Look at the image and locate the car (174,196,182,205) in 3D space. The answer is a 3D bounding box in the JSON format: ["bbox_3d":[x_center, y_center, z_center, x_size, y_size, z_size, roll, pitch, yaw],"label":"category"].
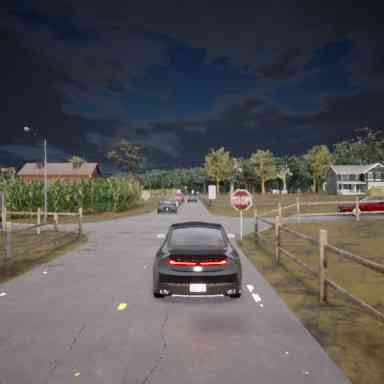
[{"bbox_3d":[-2.804,1.572,45.078,1.895,1.301,4.718,0,0,0],"label":"car"}]

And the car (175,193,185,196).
[{"bbox_3d":[-2.688,1.167,69.304,2.150,2.045,5.566,0,0,0],"label":"car"}]

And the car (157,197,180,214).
[{"bbox_3d":[-2.576,1.548,34.661,1.994,1.385,4.181,0,0,-4],"label":"car"}]

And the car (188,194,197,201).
[{"bbox_3d":[0.075,1.308,80.362,2.033,1.411,5.357,0,0,0],"label":"car"}]

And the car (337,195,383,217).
[{"bbox_3d":[13.786,1.026,25.536,5.008,1.535,1.882,-2,-2,0],"label":"car"}]

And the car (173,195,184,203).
[{"bbox_3d":[-2.755,1.559,57.053,1.895,1.301,4.718,0,0,1],"label":"car"}]

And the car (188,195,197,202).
[{"bbox_3d":[0.064,1.490,70.349,1.994,1.385,4.181,0,0,0],"label":"car"}]

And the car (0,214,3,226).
[{"bbox_3d":[-15.331,1.667,22.655,4.553,1.767,2.097,-1,-2,-2],"label":"car"}]

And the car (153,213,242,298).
[{"bbox_3d":[0.106,1.508,8.521,1.837,1.490,4.892,0,0,0],"label":"car"}]
